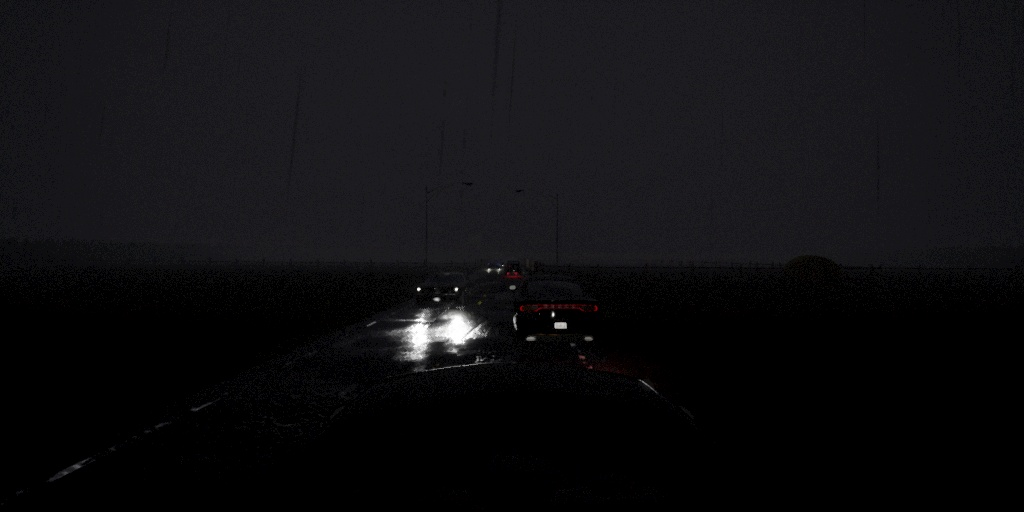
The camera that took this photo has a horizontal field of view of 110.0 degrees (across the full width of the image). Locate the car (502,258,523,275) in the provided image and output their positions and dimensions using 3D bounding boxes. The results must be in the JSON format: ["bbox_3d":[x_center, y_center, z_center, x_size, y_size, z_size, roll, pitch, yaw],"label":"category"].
[{"bbox_3d":[0.103,1.246,38.748,1.837,1.490,4.892,0,0,-2],"label":"car"}]

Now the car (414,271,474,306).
[{"bbox_3d":[-2.849,1.350,15.852,1.895,1.301,4.718,0,0,0],"label":"car"}]

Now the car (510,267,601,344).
[{"bbox_3d":[0.963,1.228,9.580,1.882,1.535,5.008,0,0,0],"label":"car"}]

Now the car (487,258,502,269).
[{"bbox_3d":[-2.830,1.211,56.859,1.882,1.535,5.008,0,0,0],"label":"car"}]
